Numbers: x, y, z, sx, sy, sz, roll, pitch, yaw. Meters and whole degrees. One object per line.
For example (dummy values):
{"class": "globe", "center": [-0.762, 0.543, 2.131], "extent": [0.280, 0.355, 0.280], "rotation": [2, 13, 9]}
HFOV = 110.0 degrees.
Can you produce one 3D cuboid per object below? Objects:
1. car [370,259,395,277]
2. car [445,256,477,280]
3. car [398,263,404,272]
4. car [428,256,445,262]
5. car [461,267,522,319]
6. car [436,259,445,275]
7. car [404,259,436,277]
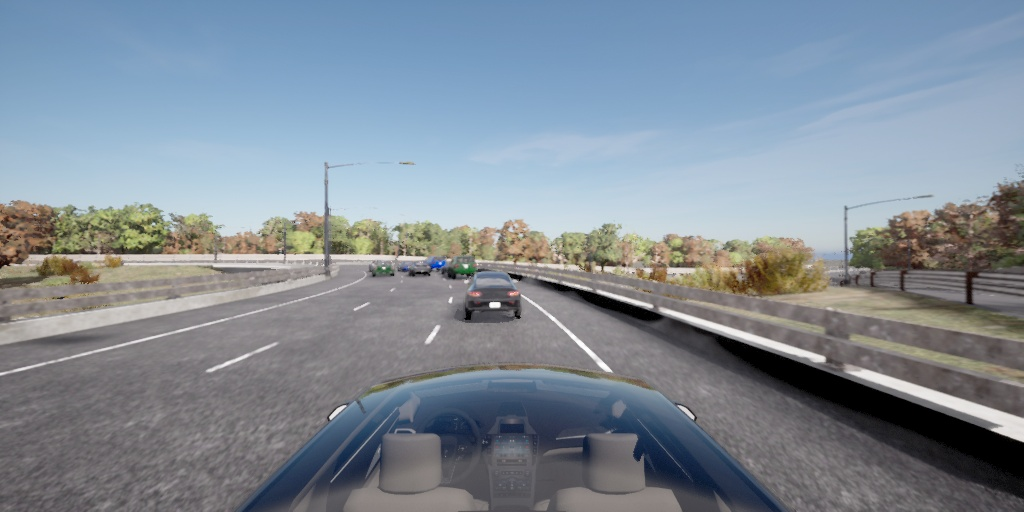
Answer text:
{"class": "car", "center": [-13.245, 1.192, 36.964], "extent": [2.097, 1.767, 4.553], "rotation": [0, 0, -21]}
{"class": "car", "center": [-4.587, 1.012, 32.842], "extent": [2.150, 2.045, 5.566], "rotation": [0, 0, -16]}
{"class": "car", "center": [-14.040, 1.415, 48.005], "extent": [1.994, 1.385, 4.181], "rotation": [0, 0, -26]}
{"class": "car", "center": [-10.385, 1.055, 48.501], "extent": [2.150, 2.045, 5.566], "rotation": [0, 0, -27]}
{"class": "car", "center": [-0.743, 1.286, 12.883], "extent": [1.812, 1.442, 4.674], "rotation": [0, 0, -6]}
{"class": "car", "center": [-6.372, 1.352, 38.524], "extent": [2.033, 1.411, 5.357], "rotation": [0, 0, -21]}
{"class": "car", "center": [-9.550, 1.313, 37.029], "extent": [2.128, 1.511, 4.902], "rotation": [0, 0, -21]}
